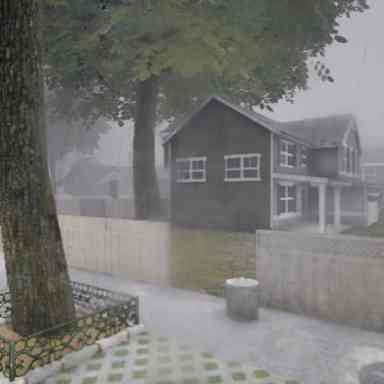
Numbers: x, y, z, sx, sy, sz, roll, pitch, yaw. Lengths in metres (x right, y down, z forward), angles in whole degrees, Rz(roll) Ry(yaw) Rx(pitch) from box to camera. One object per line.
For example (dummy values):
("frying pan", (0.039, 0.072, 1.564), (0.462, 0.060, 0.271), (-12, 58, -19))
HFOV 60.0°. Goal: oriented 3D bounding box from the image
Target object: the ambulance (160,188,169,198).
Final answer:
("ambulance", (-1.990, 0.723, 46.264), (2.351, 2.431, 6.366), (0, 0, 36))
